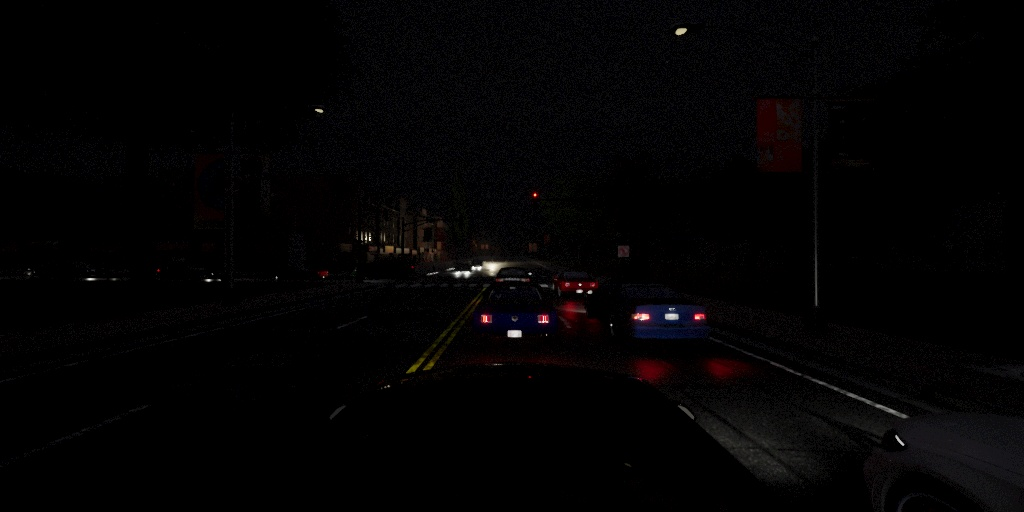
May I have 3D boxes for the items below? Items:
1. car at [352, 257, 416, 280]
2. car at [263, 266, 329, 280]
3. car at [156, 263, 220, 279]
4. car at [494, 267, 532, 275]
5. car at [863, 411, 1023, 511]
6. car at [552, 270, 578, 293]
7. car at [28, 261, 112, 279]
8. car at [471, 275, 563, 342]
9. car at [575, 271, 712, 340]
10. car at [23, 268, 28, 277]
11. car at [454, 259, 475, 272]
[{"bbox_3d":[-11.810,1.143,33.271,5.566,2.045,2.150,0,1,-25],"label":"car"},{"bbox_3d":[-18.098,1.449,30.251,4.718,1.301,1.895,1,0,0],"label":"car"},{"bbox_3d":[-27.260,1.325,30.248,4.181,1.385,1.994,0,0,0],"label":"car"},{"bbox_3d":[0.045,1.314,19.178,1.882,1.535,5.008,0,0,0],"label":"car"},{"bbox_3d":[3.344,1.275,0.487,1.812,1.442,4.674,0,0,0],"label":"car"},{"bbox_3d":[3.296,1.440,19.606,1.895,1.301,4.718,0,0,0],"label":"car"},{"bbox_3d":[-36.884,1.164,30.260,5.008,1.535,1.882,0,0,0],"label":"car"},{"bbox_3d":[0.078,1.374,9.837,1.895,1.301,4.718,0,0,0],"label":"car"},{"bbox_3d":[3.328,1.322,9.963,2.033,1.411,5.357,0,0,0],"label":"car"},{"bbox_3d":[-42.182,1.239,33.209,4.181,1.385,1.994,0,0,0],"label":"car"},{"bbox_3d":[-6.615,1.404,49.045,1.994,1.385,4.181,0,0,0],"label":"car"}]
